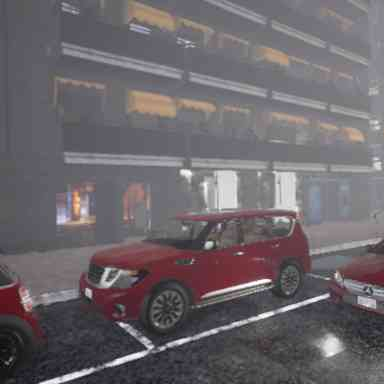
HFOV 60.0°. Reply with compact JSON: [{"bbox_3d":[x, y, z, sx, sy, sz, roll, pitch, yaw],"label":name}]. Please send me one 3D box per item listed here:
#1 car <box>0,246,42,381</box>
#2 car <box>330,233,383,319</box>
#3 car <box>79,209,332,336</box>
[{"bbox_3d":[-4.025,1.441,3.708,4.097,1.590,1.967,0,-1,-35],"label":"car"},{"bbox_3d":[4.719,1.519,6.680,4.674,1.442,1.812,0,0,-35],"label":"car"},{"bbox_3d":[0.377,1.311,6.849,5.009,1.841,2.192,0,-1,-35],"label":"car"}]
